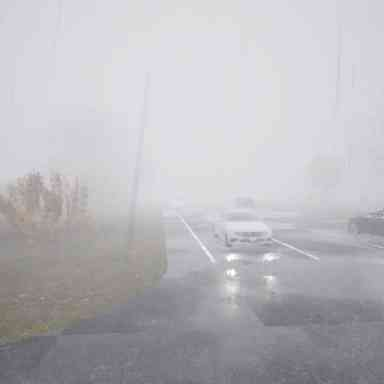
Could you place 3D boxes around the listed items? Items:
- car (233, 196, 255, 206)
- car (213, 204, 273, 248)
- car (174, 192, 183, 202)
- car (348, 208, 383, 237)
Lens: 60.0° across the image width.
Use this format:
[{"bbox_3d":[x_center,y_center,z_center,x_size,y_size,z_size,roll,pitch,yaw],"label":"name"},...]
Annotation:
[{"bbox_3d":[6.518,1.329,42.101,1.837,1.490,4.892,0,0,-5],"label":"car"},{"bbox_3d":[2.081,1.498,14.847,1.812,1.442,4.674,0,0,-5],"label":"car"},{"bbox_3d":[-2.824,1.315,69.460,1.895,1.301,4.718,0,0,-1],"label":"car"},{"bbox_3d":[9.084,1.437,15.136,2.128,1.511,4.902,0,0,-5],"label":"car"}]
